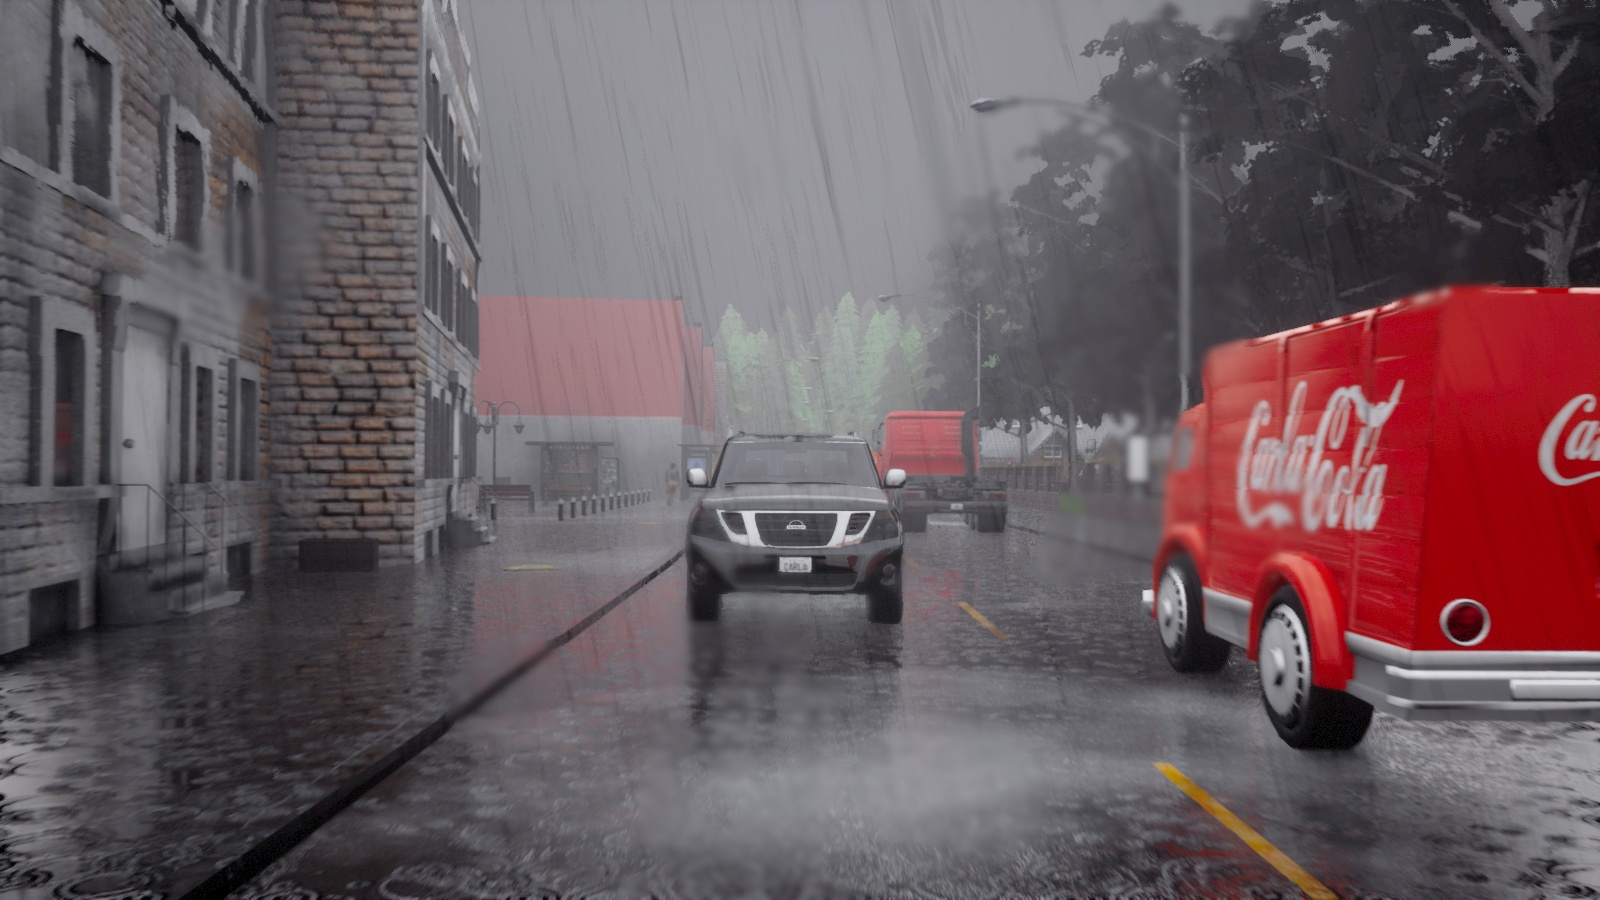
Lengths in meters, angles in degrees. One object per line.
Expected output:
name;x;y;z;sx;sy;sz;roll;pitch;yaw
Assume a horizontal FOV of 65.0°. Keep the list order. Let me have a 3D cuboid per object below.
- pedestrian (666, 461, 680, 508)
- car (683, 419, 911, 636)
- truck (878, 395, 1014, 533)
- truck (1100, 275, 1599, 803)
pedestrian;-5.057;1.381;49.948;0.540;1.848;0.694;0;-1;-6
car;-0.038;0.779;14.668;2.150;2.045;5.566;0;-1;0
truck;3.909;0.411;35.483;2.891;3.462;7.936;0;-1;0
truck;3.977;0.454;8.494;2.627;2.467;5.204;0;-1;0
